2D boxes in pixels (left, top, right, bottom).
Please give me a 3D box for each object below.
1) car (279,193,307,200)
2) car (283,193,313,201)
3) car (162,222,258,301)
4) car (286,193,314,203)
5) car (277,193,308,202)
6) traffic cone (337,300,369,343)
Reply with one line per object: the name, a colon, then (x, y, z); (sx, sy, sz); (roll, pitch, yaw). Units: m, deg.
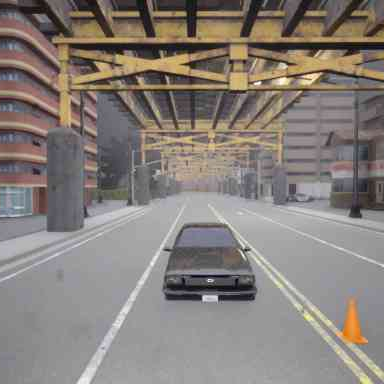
car: (17.878, 0.802, 58.946); (4.536, 1.218, 1.853); (0, 1, 25)
car: (17.530, 0.849, 54.829); (4.536, 1.218, 1.853); (0, 1, -20)
car: (0.364, 1.533, 8.705); (2.033, 1.411, 5.357); (0, 0, 1)
car: (17.481, 1.006, 54.813); (4.974, 1.542, 2.038); (0, 1, -20)
car: (17.830, 0.959, 58.970); (4.974, 1.542, 2.038); (0, 1, 25)
traffic cone: (2.455, 1.949, 5.097); (0.340, 0.580, 0.340); (0, 0, 0)
